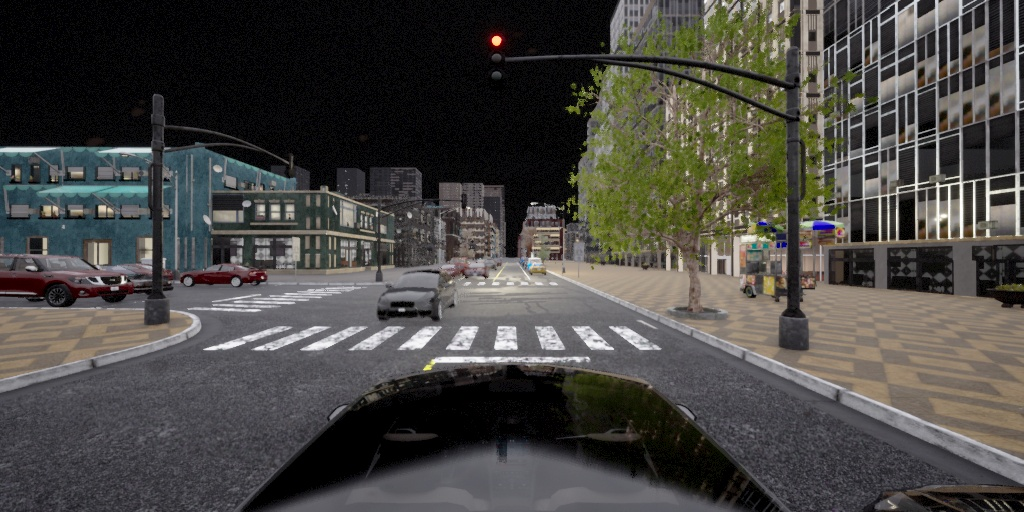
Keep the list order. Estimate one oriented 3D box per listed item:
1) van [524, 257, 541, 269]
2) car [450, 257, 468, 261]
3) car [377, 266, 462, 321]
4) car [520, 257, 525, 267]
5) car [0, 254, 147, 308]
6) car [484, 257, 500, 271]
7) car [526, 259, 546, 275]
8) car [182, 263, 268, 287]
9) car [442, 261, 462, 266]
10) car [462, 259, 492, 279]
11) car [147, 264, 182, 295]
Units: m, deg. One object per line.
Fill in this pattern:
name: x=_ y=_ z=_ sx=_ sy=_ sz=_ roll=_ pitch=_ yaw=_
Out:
van: x=2.724 y=1.094 z=43.633 sx=1.690 sy=1.789 sz=3.998 roll=0 pitch=0 yaw=0
car: x=-5.661 y=1.067 z=38.085 sx=2.192 sy=1.841 sz=5.009 roll=0 pitch=0 yaw=0
car: x=-3.090 y=1.255 z=12.485 sx=1.837 sy=1.490 sz=4.892 roll=0 pitch=0 yaw=0
car: x=2.732 y=1.305 z=54.735 sx=2.007 sy=1.370 sz=4.403 roll=0 pitch=0 yaw=0
car: x=-17.149 y=0.850 z=13.155 sx=5.009 sy=1.841 sz=2.192 roll=0 pitch=0 yaw=-1
car: x=-3.058 y=1.259 z=49.041 sx=1.837 sy=1.490 sz=4.892 roll=0 pitch=0 yaw=0
car: x=2.720 y=1.278 z=38.251 sx=1.751 sy=1.417 sz=4.829 roll=0 pitch=0 yaw=0
car: x=-17.261 y=1.121 z=21.535 sx=4.507 sy=1.381 sz=1.888 roll=0 pitch=0 yaw=-1
car: x=-5.665 y=1.334 z=32.534 sx=1.802 sy=1.307 sz=4.207 roll=0 pitch=0 yaw=0
car: x=-3.075 y=1.278 z=32.100 sx=1.812 sy=1.442 sz=4.674 roll=0 pitch=0 yaw=0
car: x=-18.227 y=1.082 z=15.733 sx=5.357 sy=1.411 sz=2.033 roll=1 pitch=0 yaw=-1
